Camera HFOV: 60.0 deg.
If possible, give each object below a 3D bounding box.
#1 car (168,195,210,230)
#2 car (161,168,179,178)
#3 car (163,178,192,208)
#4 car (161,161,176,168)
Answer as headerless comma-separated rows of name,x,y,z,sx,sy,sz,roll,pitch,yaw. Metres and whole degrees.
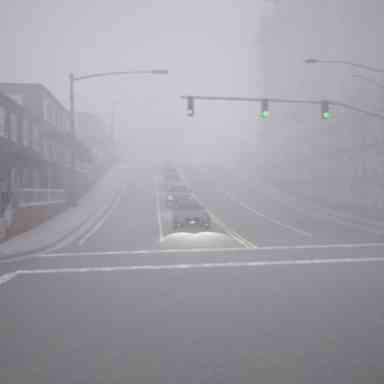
car,-0.175,1.234,19.027,1.994,1.385,4.181,-1,4,-6
car,-2.214,-1.318,36.527,2.033,1.411,5.357,-1,12,-6
car,-1.121,0.153,27.169,2.097,1.767,4.553,-1,8,-7
car,-3.369,-3.570,46.633,1.882,1.535,5.008,-1,12,-6
